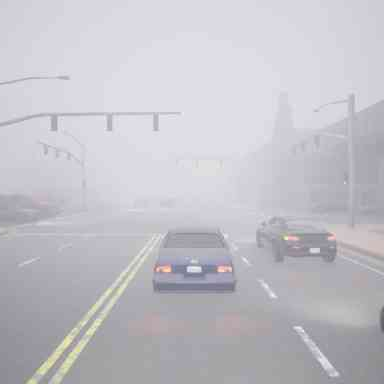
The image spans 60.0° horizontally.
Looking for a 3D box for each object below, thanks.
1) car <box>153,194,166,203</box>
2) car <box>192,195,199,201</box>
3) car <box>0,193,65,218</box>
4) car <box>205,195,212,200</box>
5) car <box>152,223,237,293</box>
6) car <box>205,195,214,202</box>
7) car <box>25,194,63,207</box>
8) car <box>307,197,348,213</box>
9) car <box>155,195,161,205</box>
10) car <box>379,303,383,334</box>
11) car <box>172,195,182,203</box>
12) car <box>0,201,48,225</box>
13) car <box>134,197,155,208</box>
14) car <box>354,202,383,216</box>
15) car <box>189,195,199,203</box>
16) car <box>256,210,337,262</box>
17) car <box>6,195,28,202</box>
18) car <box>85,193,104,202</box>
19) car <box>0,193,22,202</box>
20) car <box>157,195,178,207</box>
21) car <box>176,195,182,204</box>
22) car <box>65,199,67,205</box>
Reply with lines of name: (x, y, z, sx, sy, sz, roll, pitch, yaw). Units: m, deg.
car: (-6.658, 1.352, 68.970, 2.097, 1.767, 4.553, 0, 0, 2)
car: (0.860, 1.524, 88.613, 1.812, 1.442, 4.674, 0, 0, 2)
car: (-13.856, 1.221, 27.476, 5.566, 2.045, 2.150, 0, 0, -3)
car: (4.359, 1.470, 88.527, 1.994, 1.385, 4.181, 0, 0, 2)
car: (0.060, 1.547, 8.963, 2.033, 1.411, 5.357, 0, 0, 0)
car: (4.102, 1.549, 78.736, 1.994, 1.385, 4.181, 0, 0, 2)
car: (-21.471, 1.153, 48.391, 4.605, 1.855, 1.932, 0, 0, 0)
car: (14.670, 1.352, 35.220, 4.553, 1.767, 2.097, 0, 0, 0)
car: (-7.031, 1.564, 57.705, 1.994, 1.385, 4.181, 0, 0, 2)
car: (3.595, 1.526, 2.848, 1.812, 1.442, 4.674, 0, 0, 1)
car: (-3.097, 1.500, 71.232, 1.837, 1.490, 4.892, 0, 0, 2)
car: (-13.032, 1.564, 23.794, 4.181, 1.385, 1.994, 0, 0, -1)
car: (-7.226, 1.492, 48.793, 2.128, 1.511, 4.902, 0, 0, 1)
car: (18.263, 1.601, 31.706, 4.718, 1.301, 1.895, 0, 0, 0)
car: (0.444, 1.478, 70.740, 1.882, 1.535, 5.008, 0, 0, 2)
car: (3.566, 1.526, 11.954, 1.812, 1.442, 4.674, 0, 0, 0)
car: (-38.895, 1.364, 73.795, 3.905, 1.438, 1.784, 0, 0, 0)
car: (-21.440, 1.156, 70.909, 3.866, 1.878, 1.905, 0, 0, 0)
car: (-38.960, 1.153, 70.899, 4.605, 1.855, 1.932, 0, 0, 0)
car: (-3.687, 1.601, 50.885, 1.895, 1.301, 4.718, 0, 0, 1)
car: (-3.431, 1.564, 60.943, 1.994, 1.385, 4.181, 0, 0, 2)
car: (-21.415, 1.156, 51.285, 3.866, 1.878, 1.905, 0, 0, 0)
